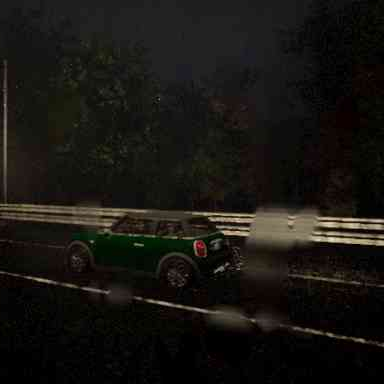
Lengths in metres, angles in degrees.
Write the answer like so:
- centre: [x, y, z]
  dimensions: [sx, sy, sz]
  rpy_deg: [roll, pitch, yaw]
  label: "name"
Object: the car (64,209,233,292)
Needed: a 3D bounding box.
- centre: [-1.276, 1.309, 9.014]
  dimensions: [4.553, 1.767, 2.097]
  rpy_deg: [0, 0, 28]
  label: "car"
